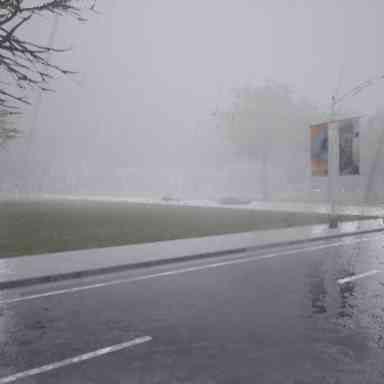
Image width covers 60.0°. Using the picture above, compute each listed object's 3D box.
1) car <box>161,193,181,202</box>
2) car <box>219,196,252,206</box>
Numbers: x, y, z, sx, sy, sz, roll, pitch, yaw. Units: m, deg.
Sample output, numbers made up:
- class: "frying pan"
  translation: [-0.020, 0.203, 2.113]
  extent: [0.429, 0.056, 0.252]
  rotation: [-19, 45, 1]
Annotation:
- class: "car"
  translation: [-3.946, 1.053, 62.989]
  extent: [2.097, 1.767, 4.553]
  rotation: [0, 0, -36]
- class: "car"
  translation: [6.265, 1.279, 48.808]
  extent: [2.033, 1.411, 5.357]
  rotation: [0, 0, -36]
